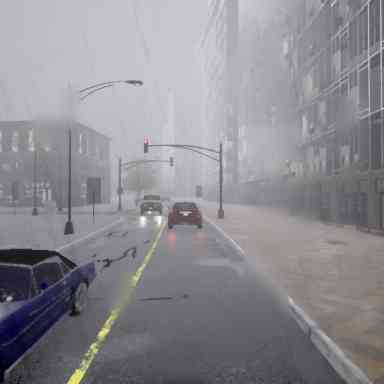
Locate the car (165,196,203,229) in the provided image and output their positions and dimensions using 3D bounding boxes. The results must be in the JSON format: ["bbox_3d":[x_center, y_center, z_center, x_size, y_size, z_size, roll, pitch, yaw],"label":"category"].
[{"bbox_3d":[-0.531,1.356,21.908,2.097,1.767,4.553,0,0,-4],"label":"car"}]

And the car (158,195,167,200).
[{"bbox_3d":[-7.781,1.405,87.652,1.895,1.301,4.718,0,0,-11],"label":"car"}]

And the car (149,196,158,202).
[{"bbox_3d":[-9.136,1.561,79.183,1.895,1.301,4.718,0,0,-9],"label":"car"}]

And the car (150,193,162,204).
[{"bbox_3d":[-7.023,1.210,64.289,2.150,2.045,5.566,0,0,-7],"label":"car"}]

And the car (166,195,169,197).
[{"bbox_3d":[-6.057,1.455,77.352,1.882,1.535,5.008,0,0,-9],"label":"car"}]

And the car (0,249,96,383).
[{"bbox_3d":[-2.901,1.602,4.712,1.895,1.301,4.718,0,0,-1],"label":"car"}]

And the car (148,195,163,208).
[{"bbox_3d":[-5.200,1.346,47.628,2.097,1.767,4.553,0,0,-6],"label":"car"}]

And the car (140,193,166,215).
[{"bbox_3d":[-4.083,1.222,34.112,2.150,2.045,5.566,0,0,-4],"label":"car"}]
